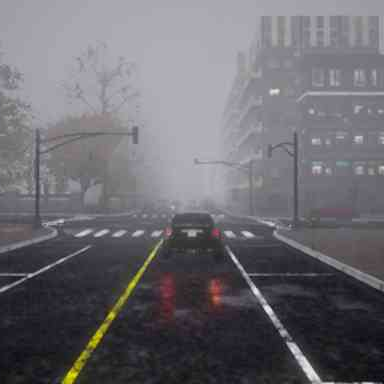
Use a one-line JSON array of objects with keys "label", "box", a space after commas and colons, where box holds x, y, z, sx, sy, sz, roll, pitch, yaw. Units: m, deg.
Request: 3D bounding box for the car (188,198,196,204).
[{"label": "car", "box": [0.005, 2.301, 84.059, 1.882, 1.535, 5.008, 0, -1, 0]}]

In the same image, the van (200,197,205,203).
[{"label": "van", "box": [2.696, 1.953, 56.187, 1.690, 1.788, 3.998, 0, -1, 0]}]

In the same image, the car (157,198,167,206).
[{"label": "car", "box": [-5.684, 2.135, 56.016, 1.752, 1.417, 4.829, 0, -1, 0]}]

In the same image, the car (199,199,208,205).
[{"label": "car", "box": [2.696, 2.425, 78.703, 1.887, 1.381, 4.507, 0, -1, 0]}]

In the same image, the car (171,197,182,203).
[{"label": "car", "box": [-3.005, 2.241, 67.039, 1.837, 1.490, 4.892, 0, -1, 0]}]

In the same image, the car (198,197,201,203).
[{"label": "car", "box": [2.696, 2.184, 67.445, 1.967, 1.590, 4.097, 0, -1, 0]}]

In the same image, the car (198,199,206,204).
[{"label": "car", "box": [2.696, 2.569, 89.963, 2.008, 1.369, 4.403, 0, -1, 0]}]

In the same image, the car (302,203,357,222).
[{"label": "car", "box": [13.468, 1.944, 32.602, 5.009, 1.841, 2.192, 1, -2, -1]}]

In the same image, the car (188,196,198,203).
[{"label": "car", "box": [0.004, 2.295, 73.639, 1.882, 1.535, 5.008, 0, -1, 0]}]

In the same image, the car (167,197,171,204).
[{"label": "car", "box": [-5.684, 1.993, 61.817, 2.192, 1.841, 5.009, 0, -1, 0]}]

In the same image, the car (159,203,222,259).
[{"label": "car", "box": [0.069, 1.491, 13.432, 2.097, 1.767, 4.553, 0, -1, 2]}]

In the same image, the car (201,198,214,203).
[{"label": "car", "box": [2.695, 2.092, 50.554, 1.887, 1.381, 4.507, 0, -1, 0]}]

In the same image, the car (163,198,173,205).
[{"label": "car", "box": [-5.684, 2.320, 78.706, 1.967, 1.590, 4.097, 0, -1, 0]}]

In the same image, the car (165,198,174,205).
[{"label": "car", "box": [-5.683, 2.389, 84.335, 1.967, 1.590, 4.097, 0, -1, 0]}]

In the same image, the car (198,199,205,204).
[{"label": "car", "box": [2.696, 2.634, 95.593, 1.887, 1.381, 4.507, 0, -1, 0]}]

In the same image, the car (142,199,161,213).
[{"label": "car", "box": [-5.685, 2.049, 44.924, 1.947, 1.339, 4.313, 0, -1, 0]}]
